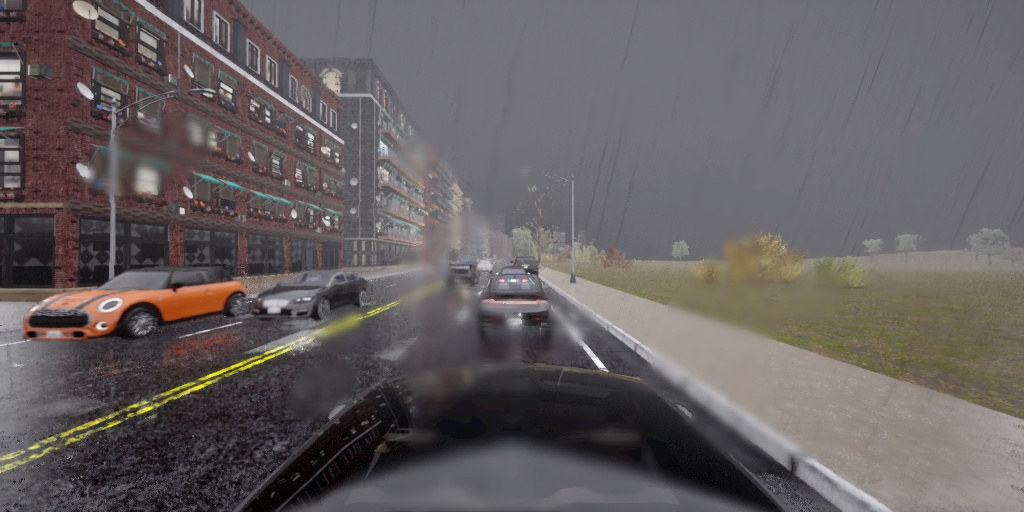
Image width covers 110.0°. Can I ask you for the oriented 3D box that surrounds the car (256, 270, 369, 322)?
[{"bbox_3d":[-6.622,1.243,12.429,2.128,1.511,4.902,0,0,0],"label":"car"}]

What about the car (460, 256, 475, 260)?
[{"bbox_3d":[-6.704,0.973,54.899,2.150,2.045,5.566,0,0,0],"label":"car"}]

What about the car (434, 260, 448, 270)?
[{"bbox_3d":[-9.951,1.278,52.012,1.812,1.442,4.674,0,0,0],"label":"car"}]

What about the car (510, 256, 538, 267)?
[{"bbox_3d":[1.077,0.979,30.933,2.150,2.045,5.566,0,0,0],"label":"car"}]

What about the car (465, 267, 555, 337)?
[{"bbox_3d":[0.083,1.243,10.281,2.128,1.511,4.902,0,0,0],"label":"car"}]

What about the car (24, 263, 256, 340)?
[{"bbox_3d":[-9.867,1.103,9.976,2.097,1.767,4.553,0,0,0],"label":"car"}]

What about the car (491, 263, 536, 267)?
[{"bbox_3d":[0.065,1.300,20.721,2.033,1.411,5.357,0,0,0],"label":"car"}]

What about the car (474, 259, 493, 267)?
[{"bbox_3d":[-3.236,1.279,43.116,1.812,1.442,4.674,0,0,0],"label":"car"}]

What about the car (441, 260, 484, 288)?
[{"bbox_3d":[-3.197,1.259,24.076,1.837,1.490,4.892,0,0,0],"label":"car"}]
